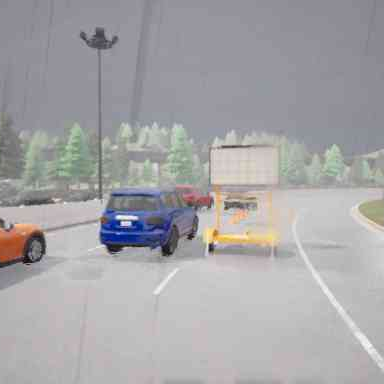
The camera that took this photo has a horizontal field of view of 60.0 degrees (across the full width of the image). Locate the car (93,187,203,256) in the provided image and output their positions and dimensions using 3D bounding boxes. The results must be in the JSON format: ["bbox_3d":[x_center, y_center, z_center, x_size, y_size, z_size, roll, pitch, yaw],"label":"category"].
[{"bbox_3d":[-1.290,0.931,12.104,2.150,2.045,5.566,0,1,12],"label":"car"}]

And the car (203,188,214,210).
[{"bbox_3d":[0.078,0.554,27.992,2.150,2.045,5.566,0,1,22],"label":"car"}]

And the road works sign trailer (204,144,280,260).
[{"bbox_3d":[1.810,0.189,11.458,2.380,3.560,2.880,0,1,16],"label":"road works sign trailer"}]

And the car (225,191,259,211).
[{"bbox_3d":[4.446,0.657,29.194,2.097,1.767,4.553,1,1,23],"label":"car"}]

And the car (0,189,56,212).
[{"bbox_3d":[-14.510,0.651,29.354,2.097,1.767,4.553,1,1,20],"label":"car"}]

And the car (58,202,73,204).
[{"bbox_3d":[-10.233,0.769,30.838,1.837,1.490,4.892,0,1,22],"label":"car"}]

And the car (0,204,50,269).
[{"bbox_3d":[-5.604,1.157,8.062,2.097,1.767,4.553,0,1,9],"label":"car"}]
